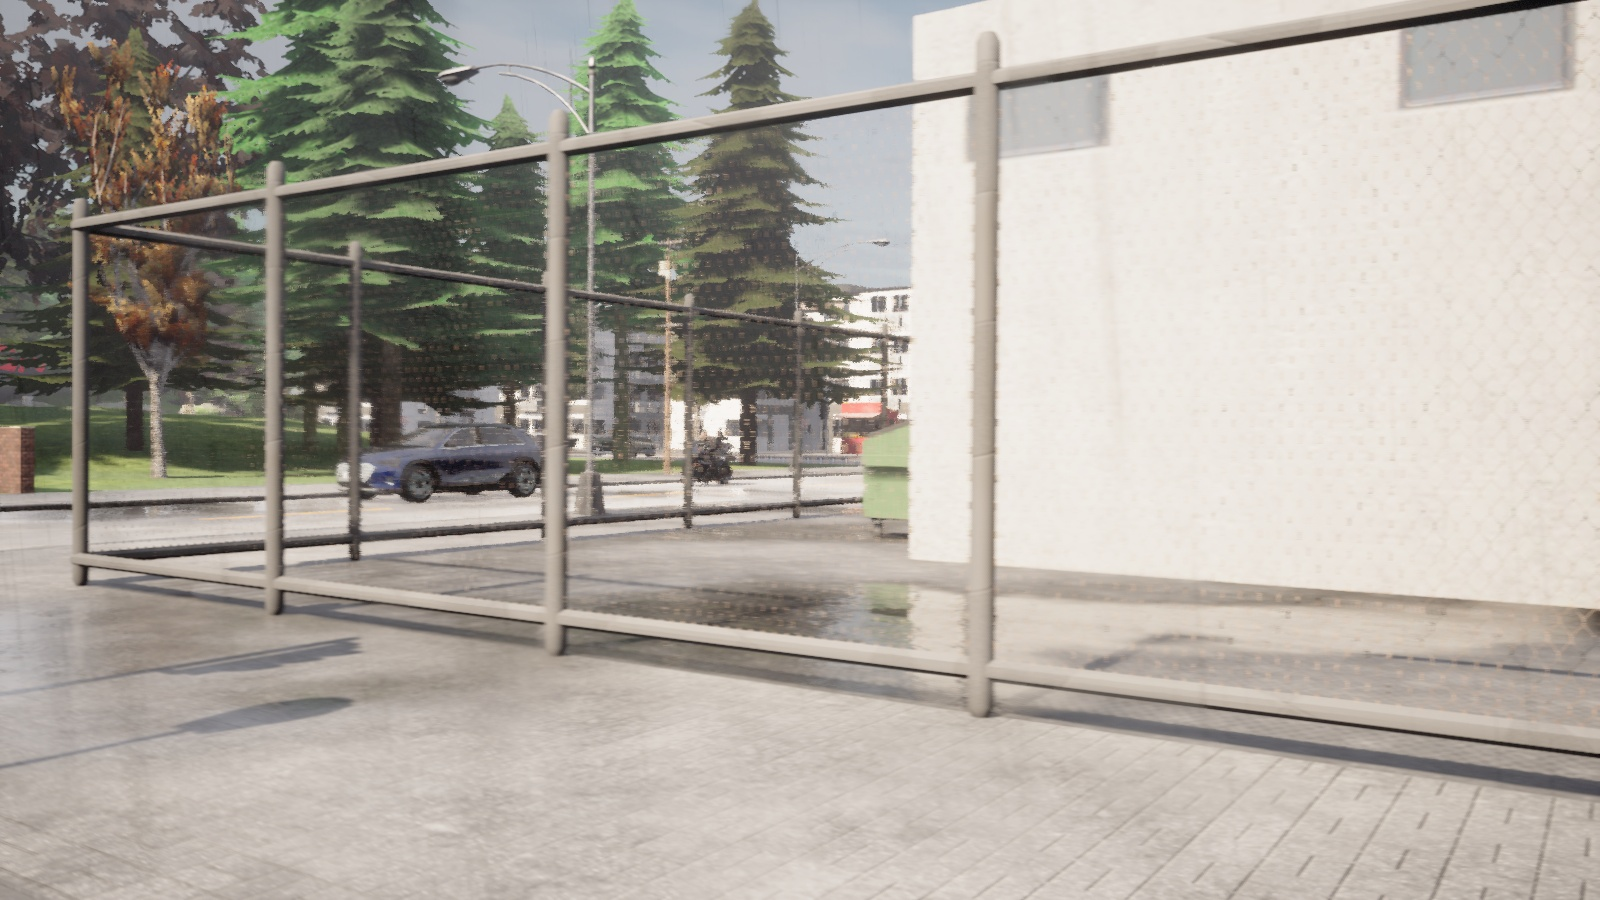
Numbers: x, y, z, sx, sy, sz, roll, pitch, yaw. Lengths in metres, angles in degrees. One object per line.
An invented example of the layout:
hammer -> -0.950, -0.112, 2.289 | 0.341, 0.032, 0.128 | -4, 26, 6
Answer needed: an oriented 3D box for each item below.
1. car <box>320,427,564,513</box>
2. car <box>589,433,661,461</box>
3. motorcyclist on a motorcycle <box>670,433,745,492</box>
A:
car -> -7.486, 0.358, 26.789 | 2.033, 1.649, 4.856 | 0, 1, 33
car -> -9.803, -0.172, 70.136 | 3.705, 1.549, 1.789 | 0, 1, 34
motorcyclist on a motorcycle -> -2.503, 0.315, 34.290 | 0.866, 1.530, 2.191 | 0, 1, 34
